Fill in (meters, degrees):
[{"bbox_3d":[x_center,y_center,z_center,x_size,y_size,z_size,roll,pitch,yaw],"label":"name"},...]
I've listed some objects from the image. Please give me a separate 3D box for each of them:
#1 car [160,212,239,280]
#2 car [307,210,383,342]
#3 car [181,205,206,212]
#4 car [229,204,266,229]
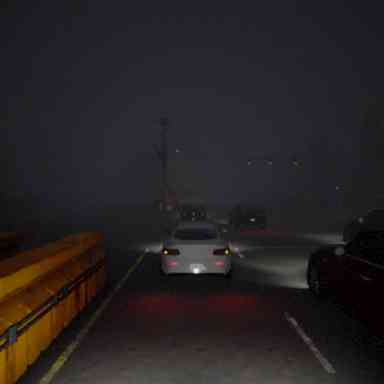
[{"bbox_3d":[0.100,1.540,9.868,1.812,1.442,4.674,0,0,0],"label":"car"},{"bbox_3d":[3.600,1.360,5.559,2.097,1.767,4.553,0,0,0],"label":"car"},{"bbox_3d":[0.104,1.639,26.140,1.895,1.301,4.718,0,0,0],"label":"car"},{"bbox_3d":[3.603,1.510,22.213,1.882,1.535,5.008,0,0,0],"label":"car"}]
